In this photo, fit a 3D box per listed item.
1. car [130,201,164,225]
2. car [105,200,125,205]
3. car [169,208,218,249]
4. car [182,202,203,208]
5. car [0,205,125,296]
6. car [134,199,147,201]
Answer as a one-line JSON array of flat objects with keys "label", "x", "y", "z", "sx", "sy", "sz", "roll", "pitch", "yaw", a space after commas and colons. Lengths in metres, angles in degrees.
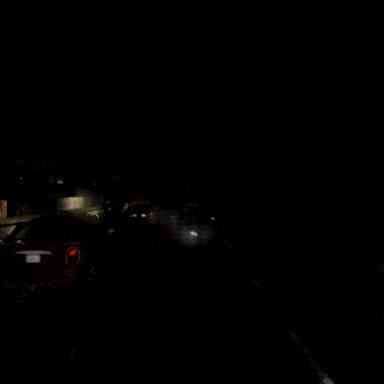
[{"label": "car", "x": -3.222, "y": 1.622, "z": 24.657, "sx": 2.033, "sy": 1.411, "sz": 5.357, "roll": 0, "pitch": 0, "yaw": 0}, {"label": "car", "x": -9.912, "y": 1.686, "z": 42.678, "sx": 2.033, "sy": 1.411, "sz": 5.357, "roll": 0, "pitch": 0, "yaw": 0}, {"label": "car", "x": 0.063, "y": 1.606, "z": 14.757, "sx": 1.994, "sy": 1.385, "sz": 4.181, "roll": 0, "pitch": 0, "yaw": 0}, {"label": "car", "x": 0.042, "y": 1.621, "z": 30.479, "sx": 1.812, "sy": 1.442, "sz": 4.674, "roll": 0, "pitch": 0, "yaw": 0}, {"label": "car", "x": -3.204, "y": 1.376, "z": 8.852, "sx": 2.097, "sy": 1.767, "sz": 4.553, "roll": 0, "pitch": 0, "yaw": 0}, {"label": "car", "x": -6.658, "y": 1.617, "z": 42.916, "sx": 1.882, "sy": 1.535, "sz": 5.008, "roll": 0, "pitch": 0, "yaw": 0}]
